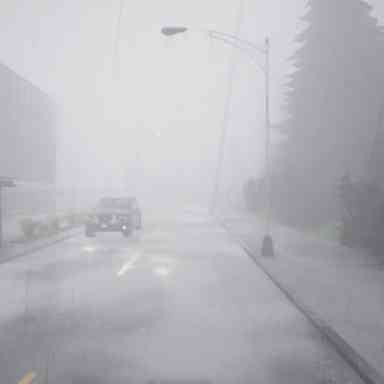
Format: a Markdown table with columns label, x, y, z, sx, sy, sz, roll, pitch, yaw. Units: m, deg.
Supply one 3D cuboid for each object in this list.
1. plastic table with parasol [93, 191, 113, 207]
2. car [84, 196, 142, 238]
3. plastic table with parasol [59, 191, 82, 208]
| label | x | y | z | sx | sy | sz | roll | pitch | yaw |
| --- | --- | --- | --- | --- | --- | --- | --- | --- | --- |
| plastic table with parasol | -13.372 | 1.035 | 50.107 | 2.482 | 2.480 | 2.482 | 0 | 0 | 0 |
| car | -4.098 | 1.263 | 18.279 | 2.150 | 2.045 | 5.566 | 0 | 0 | 0 |
| plastic table with parasol | -17.682 | 1.031 | 48.647 | 2.482 | 2.480 | 2.482 | 0 | 0 | 0 |
